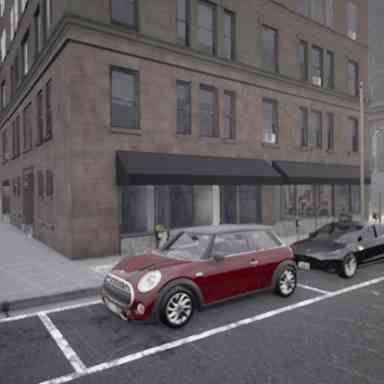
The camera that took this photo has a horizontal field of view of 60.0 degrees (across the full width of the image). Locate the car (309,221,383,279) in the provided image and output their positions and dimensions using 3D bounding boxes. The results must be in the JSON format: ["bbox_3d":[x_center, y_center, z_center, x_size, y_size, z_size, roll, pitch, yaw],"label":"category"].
[{"bbox_3d":[4.734,1.567,10.061,4.313,1.339,1.947,0,-1,-36],"label":"car"}]

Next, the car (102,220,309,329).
[{"bbox_3d":[0.258,1.441,6.854,4.097,1.590,1.967,0,-1,-36],"label":"car"}]
